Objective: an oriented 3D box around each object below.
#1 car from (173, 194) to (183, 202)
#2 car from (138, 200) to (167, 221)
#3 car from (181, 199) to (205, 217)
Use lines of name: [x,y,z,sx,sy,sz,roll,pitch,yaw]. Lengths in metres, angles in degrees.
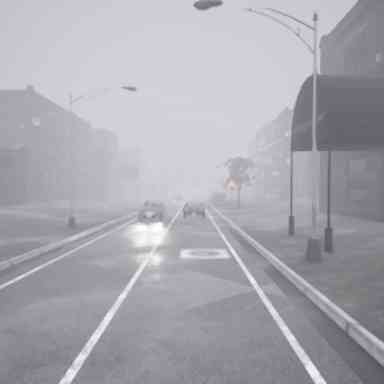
car: [-2.830,1.196,67.571,1.994,1.385,4.181,0,0,0]
car: [-3.031,1.408,26.094,2.128,1.511,4.902,0,0,0]
car: [0.175,1.499,29.750,1.895,1.301,4.718,0,0,0]
